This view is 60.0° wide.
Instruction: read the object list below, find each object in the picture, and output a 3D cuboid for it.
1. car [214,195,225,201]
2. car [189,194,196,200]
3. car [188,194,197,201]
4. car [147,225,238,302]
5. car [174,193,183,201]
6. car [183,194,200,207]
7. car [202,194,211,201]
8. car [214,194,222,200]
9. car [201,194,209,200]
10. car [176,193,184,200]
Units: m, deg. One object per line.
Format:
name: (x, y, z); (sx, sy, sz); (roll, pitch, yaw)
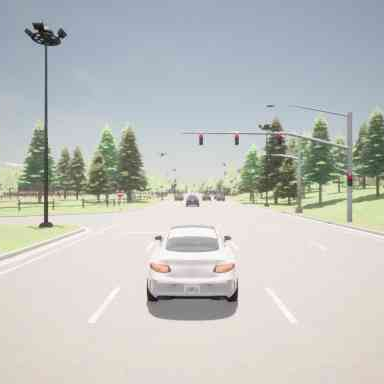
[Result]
car: (7.152, 1.517, 82.647); (2.128, 1.511, 4.902); (0, 0, 0)
car: (0.171, 1.332, 93.079); (1.837, 1.490, 4.892); (0, 0, 0)
car: (0.153, 1.348, 83.046); (2.097, 1.767, 4.553); (0, 0, 0)
car: (0.021, 1.526, 8.143); (1.812, 1.442, 4.674); (0, 0, 0)
car: (-3.347, 1.544, 83.049); (1.994, 1.385, 4.181); (0, 0, 0)
car: (0.096, 1.352, 52.017); (2.097, 1.767, 4.553); (0, 0, 0)
car: (3.653, 1.348, 83.040); (2.097, 1.767, 4.553); (0, 0, 0)
car: (7.171, 1.385, 93.067); (1.994, 1.385, 4.181); (0, 0, 0)
car: (3.671, 1.372, 93.073); (2.033, 1.411, 5.357); (0, 0, 0)
car: (-3.329, 1.187, 93.056); (2.097, 1.767, 4.553); (0, 0, 0)
